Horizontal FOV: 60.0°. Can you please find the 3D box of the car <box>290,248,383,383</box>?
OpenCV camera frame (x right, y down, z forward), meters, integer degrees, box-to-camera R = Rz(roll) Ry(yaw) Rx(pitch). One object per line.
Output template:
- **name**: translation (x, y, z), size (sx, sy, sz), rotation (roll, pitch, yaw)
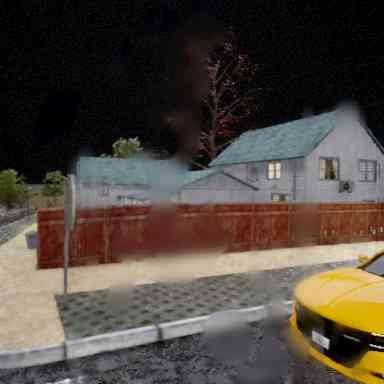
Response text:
- **car**: translation (3.759, 1.429, 4.821), size (5.008, 1.535, 1.882), rotation (0, 1, -24)
